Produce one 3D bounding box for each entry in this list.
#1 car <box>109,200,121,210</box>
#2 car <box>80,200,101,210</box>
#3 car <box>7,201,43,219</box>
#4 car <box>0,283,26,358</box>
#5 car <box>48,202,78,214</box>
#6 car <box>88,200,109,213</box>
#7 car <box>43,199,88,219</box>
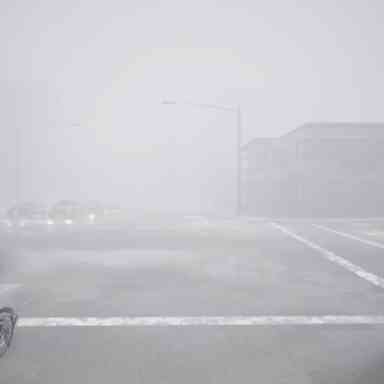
[{"bbox_3d":[-12.305,2.058,52.158,1.812,1.442,4.674,0,-1,-2],"label":"car"},{"bbox_3d":[-15.817,2.012,52.115,1.882,1.535,5.008,0,-2,-2],"label":"car"},{"bbox_3d":[-14.985,1.605,30.504,2.128,1.511,4.902,0,-1,-2],"label":"car"},{"bbox_3d":[-3.455,1.603,2.969,1.895,1.301,4.718,0,0,0],"label":"car"},{"bbox_3d":[-15.349,1.861,39.768,1.895,1.301,4.718,0,-1,-2],"label":"car"},{"bbox_3d":[-11.843,1.747,39.671,2.128,1.511,4.902,0,-1,-2],"label":"car"},{"bbox_3d":[-11.485,1.466,30.625,2.097,1.767,4.553,0,-1,-2],"label":"car"}]
